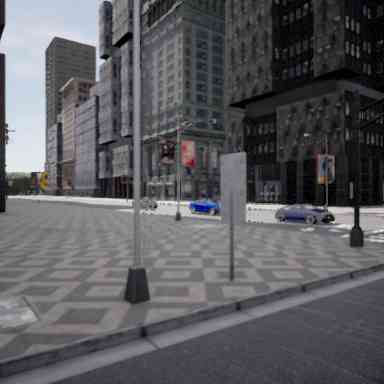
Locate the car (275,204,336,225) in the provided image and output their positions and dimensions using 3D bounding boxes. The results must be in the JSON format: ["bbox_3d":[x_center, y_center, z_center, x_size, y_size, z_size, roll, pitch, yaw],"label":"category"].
[{"bbox_3d":[8.074,1.540,23.968,1.994,1.385,4.181,0,0,-35],"label":"car"}]

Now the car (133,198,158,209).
[{"bbox_3d":[-6.178,1.533,44.111,1.994,1.385,4.181,0,0,-35],"label":"car"}]

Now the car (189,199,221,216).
[{"bbox_3d":[1.701,1.448,32.959,1.882,1.535,5.008,0,0,-35],"label":"car"}]
